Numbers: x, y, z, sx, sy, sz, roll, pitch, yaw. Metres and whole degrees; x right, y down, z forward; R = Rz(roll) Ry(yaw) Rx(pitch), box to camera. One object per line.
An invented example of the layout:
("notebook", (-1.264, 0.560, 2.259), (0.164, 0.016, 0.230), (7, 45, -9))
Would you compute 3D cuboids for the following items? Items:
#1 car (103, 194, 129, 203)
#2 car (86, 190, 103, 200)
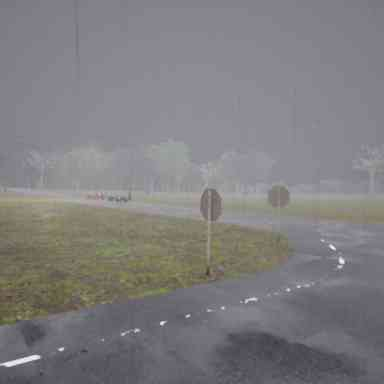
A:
("car", (-11.607, 0.944, 51.441), (1.895, 1.301, 4.718), (2, 0, -35))
("car", (-17.363, 0.501, 59.580), (2.097, 1.767, 4.553), (2, 0, -35))
